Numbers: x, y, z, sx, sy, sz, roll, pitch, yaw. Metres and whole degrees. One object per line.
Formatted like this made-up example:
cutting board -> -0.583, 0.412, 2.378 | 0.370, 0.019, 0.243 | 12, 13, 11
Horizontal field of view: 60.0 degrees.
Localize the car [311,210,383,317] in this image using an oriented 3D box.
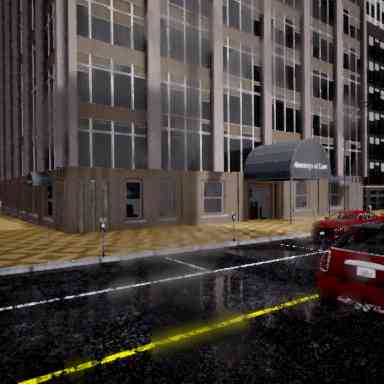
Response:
car -> 4.601, 1.349, 6.717 | 4.553, 1.767, 2.097 | 0, 0, -35
